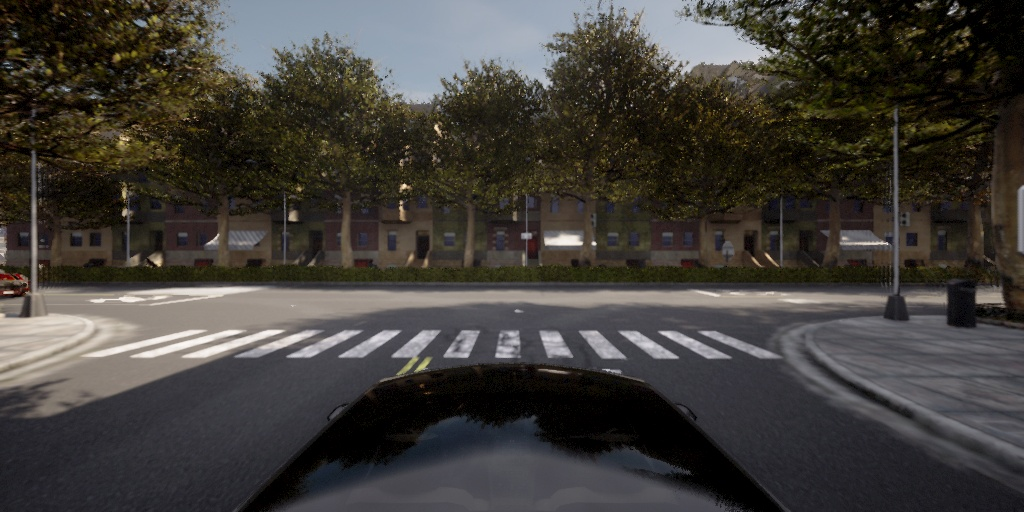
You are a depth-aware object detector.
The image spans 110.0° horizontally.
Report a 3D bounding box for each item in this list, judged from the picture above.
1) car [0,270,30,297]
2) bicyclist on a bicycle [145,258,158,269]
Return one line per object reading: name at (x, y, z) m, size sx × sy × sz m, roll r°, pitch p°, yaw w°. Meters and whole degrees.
car at (-25.111, 1.077, 16.354) m, size 4.553 × 1.767 × 2.097 m, roll 0°, pitch 0°, yaw 1°
bicyclist on a bicycle at (-28.117, 1.010, 27.883) m, size 0.582 × 1.620 × 1.656 m, roll 0°, pitch 0°, yaw 1°
